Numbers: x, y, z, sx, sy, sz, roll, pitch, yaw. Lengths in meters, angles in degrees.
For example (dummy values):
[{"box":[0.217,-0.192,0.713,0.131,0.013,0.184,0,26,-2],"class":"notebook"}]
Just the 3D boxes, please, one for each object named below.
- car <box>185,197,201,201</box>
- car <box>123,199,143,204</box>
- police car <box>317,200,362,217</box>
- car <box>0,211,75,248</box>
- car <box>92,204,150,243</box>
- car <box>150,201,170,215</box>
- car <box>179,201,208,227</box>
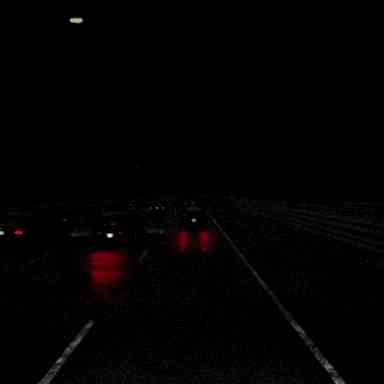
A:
[{"box":[0.123,1.439,41.063,2.097,1.767,4.553,0,0,0],"class":"car"},{"box":[-6.884,1.587,38.775,1.837,1.490,4.892,0,0,0],"class":"car"},{"box":[14.391,1.603,32.984,1.930,1.638,5.238,0,0,-15],"class":"police car"},{"box":[-6.896,1.540,14.539,2.033,1.411,5.357,0,0,0],"class":"car"},{"box":[-3.392,1.538,16.159,1.837,1.490,4.892,0,0,0],"class":"car"},{"box":[-3.381,1.620,34.581,2.033,1.411,5.357,0,0,0],"class":"car"},{"box":[0.116,1.572,22.918,1.812,1.442,4.674,0,0,0],"class":"car"}]
